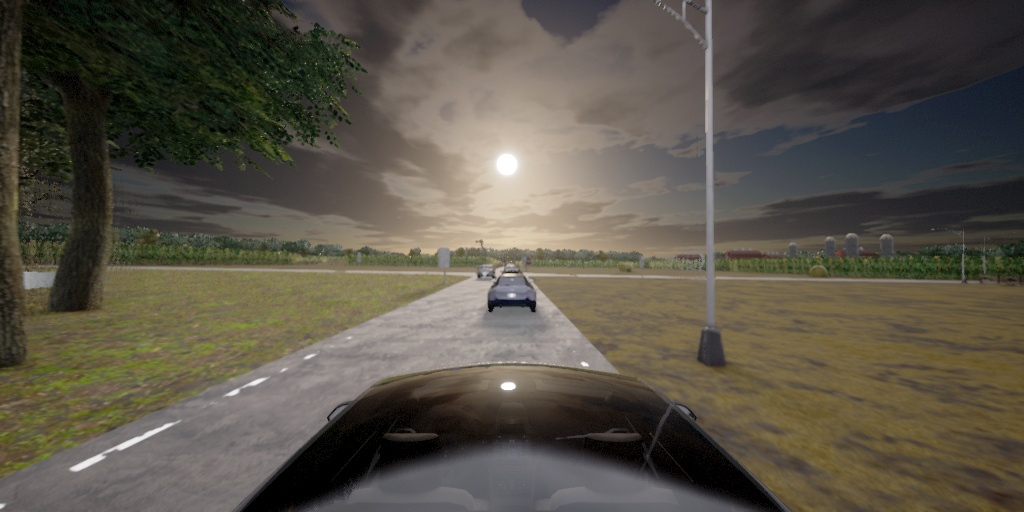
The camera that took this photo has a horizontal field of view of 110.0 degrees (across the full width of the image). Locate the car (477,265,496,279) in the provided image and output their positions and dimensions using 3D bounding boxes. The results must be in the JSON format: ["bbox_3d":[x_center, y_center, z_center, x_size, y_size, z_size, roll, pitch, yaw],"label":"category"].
[{"bbox_3d":[-2.778,1.736,39.432,2.128,1.511,4.902,0,-1,0],"label":"car"}]

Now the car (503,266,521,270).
[{"bbox_3d":[0.011,1.610,30.377,1.837,1.490,4.892,0,0,0],"label":"car"}]

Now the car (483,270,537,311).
[{"bbox_3d":[0.012,1.466,15.411,1.994,1.385,4.181,0,-1,1],"label":"car"}]
